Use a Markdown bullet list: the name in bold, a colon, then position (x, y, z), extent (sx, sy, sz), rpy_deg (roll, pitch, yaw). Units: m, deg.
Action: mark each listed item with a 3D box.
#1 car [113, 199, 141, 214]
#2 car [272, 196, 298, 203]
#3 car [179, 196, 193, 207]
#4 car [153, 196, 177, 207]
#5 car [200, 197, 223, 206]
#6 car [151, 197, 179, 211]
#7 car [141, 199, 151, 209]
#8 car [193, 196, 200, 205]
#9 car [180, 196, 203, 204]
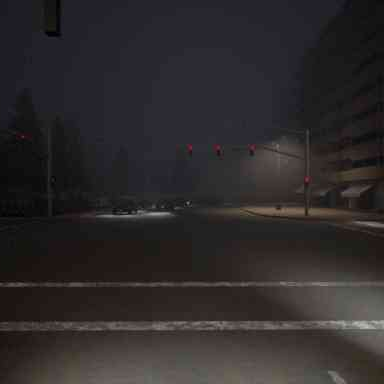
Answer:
- **car**: position (-6.952, 1.526, 35.004), extent (1.812, 1.442, 4.674), rpy_deg (0, 0, 2)
- **car**: position (18.506, 1.478, 67.505), extent (5.008, 1.535, 1.882), rpy_deg (0, 0, -33)
- **car**: position (-1.902, 1.547, 50.317), extent (2.033, 1.411, 5.357), rpy_deg (0, 0, 15)
- **car**: position (-4.280, 1.491, 53.926), extent (2.128, 1.511, 4.902), rpy_deg (0, 0, 20)
- **car**: position (3.591, 1.491, 54.737), extent (2.128, 1.511, 4.902), rpy_deg (0, 0, 23)
- **car**: position (-3.217, 1.491, 40.587), extent (2.128, 1.511, 4.902), rpy_deg (0, 0, 4)
- **car**: position (-6.407, 1.601, 44.083), extent (1.895, 1.301, 4.718), rpy_deg (0, 0, 6)
- **car**: position (1.991, 1.601, 59.544), extent (1.895, 1.301, 4.718), rpy_deg (0, 0, 31)
- **car**: position (-0.023, 1.491, 63.087), extent (2.128, 1.511, 4.902), rpy_deg (0, 0, 32)
